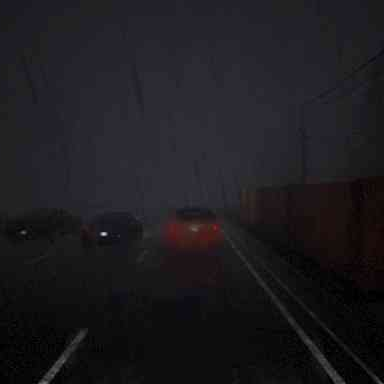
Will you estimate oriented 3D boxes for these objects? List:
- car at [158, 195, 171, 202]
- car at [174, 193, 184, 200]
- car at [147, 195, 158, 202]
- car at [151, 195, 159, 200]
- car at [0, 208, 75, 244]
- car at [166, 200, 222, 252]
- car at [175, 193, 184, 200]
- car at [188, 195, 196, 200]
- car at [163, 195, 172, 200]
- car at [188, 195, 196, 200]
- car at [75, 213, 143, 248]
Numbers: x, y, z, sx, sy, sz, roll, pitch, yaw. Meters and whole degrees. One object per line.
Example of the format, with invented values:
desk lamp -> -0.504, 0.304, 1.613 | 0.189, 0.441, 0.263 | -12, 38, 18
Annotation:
car -> -6.983, 1.813, 85.572 | 1.895, 1.301, 4.718 | 0, 0, 0
car -> -3.483, 1.560, 84.853 | 2.097, 1.767, 4.553 | 0, 0, 0
car -> -10.482, 1.770, 85.860 | 1.994, 1.385, 4.181 | 0, 0, 0
car -> -10.481, 1.546, 94.501 | 1.882, 1.535, 5.008 | 0, 0, 0
car -> -6.907, 1.519, 16.132 | 1.882, 1.535, 5.008 | 0, 0, 0
car -> 0.087, 1.389, 14.290 | 2.097, 1.767, 4.553 | 0, 0, 0
car -> -3.481, 1.294, 94.539 | 2.150, 2.045, 5.566 | 0, 0, 0
car -> 0.017, 1.768, 85.794 | 1.994, 1.385, 4.181 | 0, 0, 0
car -> -6.981, 1.593, 94.497 | 2.128, 1.511, 4.902 | 0, 0, 0
car -> 0.019, 1.593, 94.491 | 2.128, 1.511, 4.902 | 0, 0, 0
car -> -3.411, 1.602, 14.883 | 1.994, 1.385, 4.181 | 0, 0, 0
